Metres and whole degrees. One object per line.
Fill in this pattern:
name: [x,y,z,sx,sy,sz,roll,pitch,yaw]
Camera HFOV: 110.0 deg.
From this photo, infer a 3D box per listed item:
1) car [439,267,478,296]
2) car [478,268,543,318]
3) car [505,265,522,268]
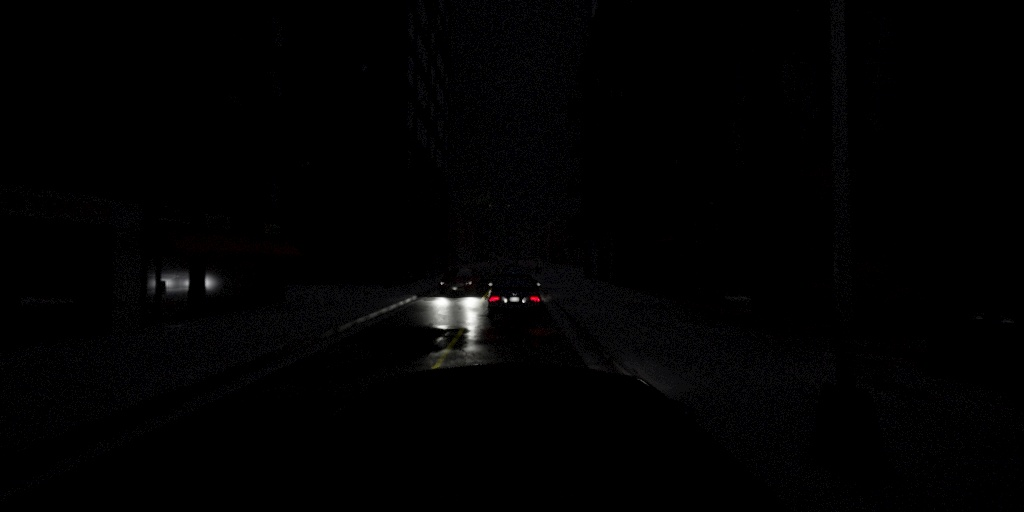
car: [-2.848,1.355,20.158,1.812,1.442,4.674,0,0,0]
car: [0.089,1.350,13.214,2.033,1.411,5.357,0,0,0]
car: [0.088,1.403,28.518,2.033,1.411,5.357,0,0,0]
